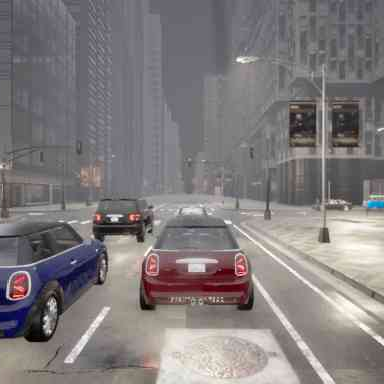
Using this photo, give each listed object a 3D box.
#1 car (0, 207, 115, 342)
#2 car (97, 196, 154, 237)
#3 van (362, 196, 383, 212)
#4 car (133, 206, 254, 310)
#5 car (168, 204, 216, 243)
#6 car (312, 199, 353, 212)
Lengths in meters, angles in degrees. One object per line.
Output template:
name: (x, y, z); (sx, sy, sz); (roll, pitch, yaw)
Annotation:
car: (-3.165, 1.352, 6.629); (2.097, 1.767, 4.553); (0, 0, 0)
car: (-3.186, 1.222, 16.341); (2.150, 2.045, 5.566); (0, 0, 0)
van: (21.411, 1.292, 37.542); (3.998, 1.788, 1.690); (0, 0, 0)
car: (0.082, 1.352, 7.949); (2.097, 1.767, 4.553); (0, 0, 0)
car: (0.052, 1.491, 17.136); (2.128, 1.511, 4.902); (0, 0, 2)
car: (15.793, 1.513, 37.554); (4.403, 1.369, 2.008); (0, 0, 0)
